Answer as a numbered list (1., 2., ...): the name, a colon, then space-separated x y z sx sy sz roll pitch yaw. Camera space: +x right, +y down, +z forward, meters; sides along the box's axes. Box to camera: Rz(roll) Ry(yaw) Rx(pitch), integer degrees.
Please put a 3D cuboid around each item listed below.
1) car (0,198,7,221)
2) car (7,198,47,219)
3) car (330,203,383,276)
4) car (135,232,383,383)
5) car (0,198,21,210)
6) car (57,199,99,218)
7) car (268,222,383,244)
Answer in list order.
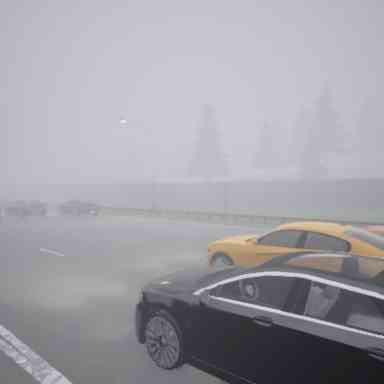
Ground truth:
1. car: -16.010 1.259 24.944 4.553 1.767 2.097 0 1 43
2. car: -13.847 1.370 27.716 4.902 1.511 2.128 0 1 43
3. car: 6.300 1.264 8.677 4.553 1.767 2.097 0 1 43
4. car: 1.312 1.458 3.762 4.902 1.511 2.128 0 1 43
5. car: -23.123 1.433 41.297 4.718 1.301 1.895 0 1 43
6. car: -9.922 1.359 28.824 4.892 1.490 1.837 0 1 43
7. car: 2.522 1.415 7.434 5.008 1.535 1.882 0 1 43
